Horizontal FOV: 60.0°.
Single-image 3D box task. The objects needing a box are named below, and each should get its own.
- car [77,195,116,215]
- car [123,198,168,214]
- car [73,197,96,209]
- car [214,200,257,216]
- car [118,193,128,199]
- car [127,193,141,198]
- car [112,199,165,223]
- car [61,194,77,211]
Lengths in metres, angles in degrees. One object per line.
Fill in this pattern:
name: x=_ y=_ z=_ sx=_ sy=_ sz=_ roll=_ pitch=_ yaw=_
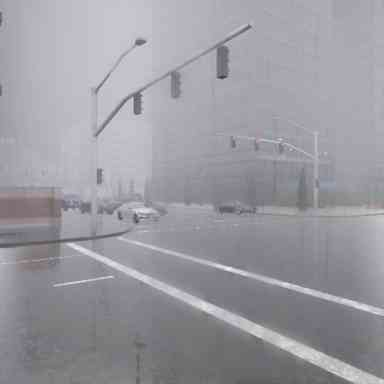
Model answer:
car: x=-9.521 y=1.352 z=33.195 sx=2.097 sy=1.767 sz=4.553 roll=0 pitch=0 yaw=-36
car: x=-4.404 y=1.547 z=32.061 sx=2.033 sy=1.411 sz=5.357 roll=0 pitch=0 yaw=-36
car: x=-15.419 y=1.526 z=47.450 sx=1.812 sy=1.442 sz=4.674 roll=0 pitch=0 yaw=-35
car: x=4.139 y=1.491 z=32.397 sx=2.128 sy=1.511 sz=4.902 roll=0 pitch=0 yaw=-35
car: x=-9.786 y=1.352 z=39.571 sx=2.097 sy=1.767 sz=4.553 roll=0 pitch=0 yaw=-36
car: x=-9.813 y=1.221 z=51.960 sx=2.150 sy=2.045 sz=5.566 roll=0 pitch=0 yaw=-36
car: x=-4.292 y=1.526 z=25.899 sx=1.812 sy=1.442 sz=4.674 roll=0 pitch=0 yaw=-36
car: x=-15.121 y=1.221 z=41.007 sx=2.150 sy=2.045 sz=5.566 roll=0 pitch=0 yaw=-36
